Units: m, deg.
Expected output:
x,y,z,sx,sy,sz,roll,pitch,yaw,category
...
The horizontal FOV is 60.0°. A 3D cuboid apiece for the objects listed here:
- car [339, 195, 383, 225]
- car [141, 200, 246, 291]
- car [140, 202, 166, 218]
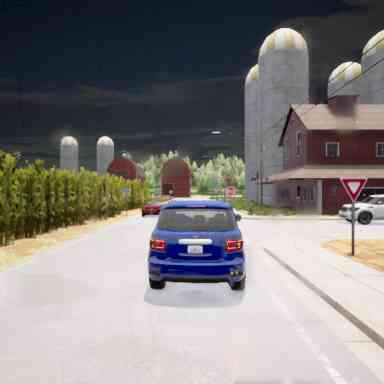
x,y,z,sx,sy,sz,roll,pitch,yaw,category
13.312,1.195,23.262,5.566,2.045,2.150,0,0,-1,car
0.217,1.221,9.220,2.150,2.045,5.566,0,0,3,car
-3.505,1.601,30.684,1.895,1.301,4.718,0,0,0,car
